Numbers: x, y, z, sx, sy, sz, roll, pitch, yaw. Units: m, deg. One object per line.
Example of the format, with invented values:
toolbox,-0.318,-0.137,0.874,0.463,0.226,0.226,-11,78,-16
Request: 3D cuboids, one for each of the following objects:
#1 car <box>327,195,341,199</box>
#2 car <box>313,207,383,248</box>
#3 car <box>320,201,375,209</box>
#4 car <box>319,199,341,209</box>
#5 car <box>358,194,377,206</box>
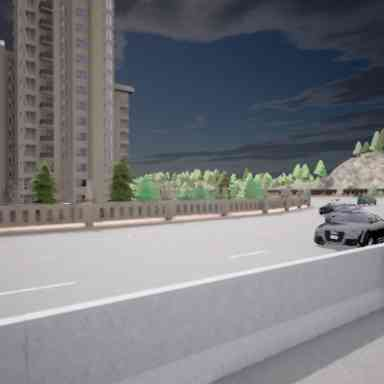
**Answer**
car,29.480,1.304,69.089,1.882,1.535,5.008,0,0,9
car,6.941,1.552,14.177,4.181,1.385,1.994,0,0,-43
car,10.735,1.559,22.850,1.994,1.385,4.181,0,0,42
car,13.580,1.614,31.713,1.895,1.301,4.718,0,0,36
car,30.668,1.354,58.302,2.150,2.045,5.566,0,0,16
